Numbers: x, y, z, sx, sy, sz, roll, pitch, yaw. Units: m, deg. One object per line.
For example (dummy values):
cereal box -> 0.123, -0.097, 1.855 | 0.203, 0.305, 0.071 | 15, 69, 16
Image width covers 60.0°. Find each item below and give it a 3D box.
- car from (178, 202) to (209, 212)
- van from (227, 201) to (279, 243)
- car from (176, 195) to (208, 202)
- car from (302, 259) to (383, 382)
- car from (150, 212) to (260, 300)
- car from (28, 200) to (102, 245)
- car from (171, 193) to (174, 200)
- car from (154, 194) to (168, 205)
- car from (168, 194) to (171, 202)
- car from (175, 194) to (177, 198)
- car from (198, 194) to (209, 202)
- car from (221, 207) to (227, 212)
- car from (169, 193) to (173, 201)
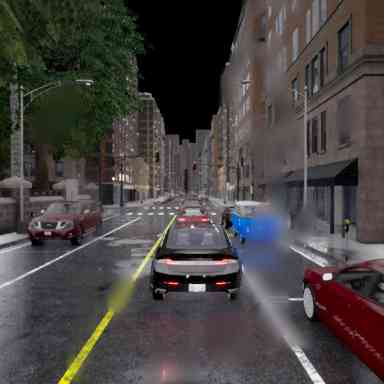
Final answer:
car -> 0.088, 1.519, 18.608 | 1.812, 1.442, 4.674 | 0, 0, 0
van -> 2.842, 1.336, 15.659 | 1.690, 1.788, 3.998 | 0, 0, 0
car -> 0.026, 1.338, 27.565 | 2.097, 1.767, 4.553 | 0, 0, 2
car -> 2.851, 1.544, 4.338 | 1.887, 1.381, 4.507 | 0, 0, 0
car -> 0.093, 1.490, 8.346 | 2.128, 1.511, 4.902 | 0, 0, 0
car -> -5.682, 1.310, 15.612 | 2.192, 1.841, 5.009 | 0, 0, 0
car -> -5.731, 1.490, 75.653 | 1.887, 1.381, 4.507 | 0, 0, 0
car -> -5.718, 1.479, 59.131 | 1.752, 1.417, 4.829 | 0, 0, 0
car -> -5.722, 1.501, 64.751 | 2.008, 1.369, 4.403 | 0, 0, 0
car -> -5.740, 1.495, 86.554 | 2.008, 1.369, 4.403 | 0, 0, 0
car -> 2.793, 1.386, 75.696 | 1.967, 1.590, 4.097 | 0, 0, 0
car -> 2.838, 1.557, 21.319 | 1.947, 1.339, 4.313 | 0, 0, 0
car -> -5.727, 1.492, 70.202 | 1.887, 1.381, 4.507 | 0, 0, 0
